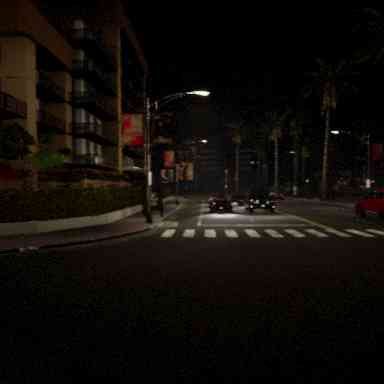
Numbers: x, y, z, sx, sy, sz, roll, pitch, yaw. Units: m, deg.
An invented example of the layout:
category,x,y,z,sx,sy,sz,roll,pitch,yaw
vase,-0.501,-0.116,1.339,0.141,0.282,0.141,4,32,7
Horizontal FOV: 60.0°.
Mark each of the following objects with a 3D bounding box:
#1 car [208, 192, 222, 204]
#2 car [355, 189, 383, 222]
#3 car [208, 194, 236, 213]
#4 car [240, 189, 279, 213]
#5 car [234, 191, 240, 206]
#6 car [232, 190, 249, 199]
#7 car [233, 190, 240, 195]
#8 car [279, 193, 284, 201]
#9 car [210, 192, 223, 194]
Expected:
category,x,y,z,sx,sy,sz,roll,pitch,yaw
car,3.322,0.849,48.469,1.837,1.490,4.892,0,1,2
car,12.807,0.838,21.709,2.150,2.045,5.566,0,1,2
car,2.550,1.152,30.050,1.994,1.385,4.181,0,1,2
car,6.076,0.774,30.653,2.150,2.045,5.566,0,1,2
car,6.485,0.950,40.364,1.812,1.442,4.674,0,1,2
car,9.737,0.411,66.719,2.097,1.767,4.553,-1,1,-9
car,6.892,0.859,50.159,1.994,1.385,4.181,0,1,2
car,14.039,0.762,56.250,1.895,1.301,4.718,0,1,-1
car,2.899,0.829,38.412,2.097,1.767,4.553,0,1,2
